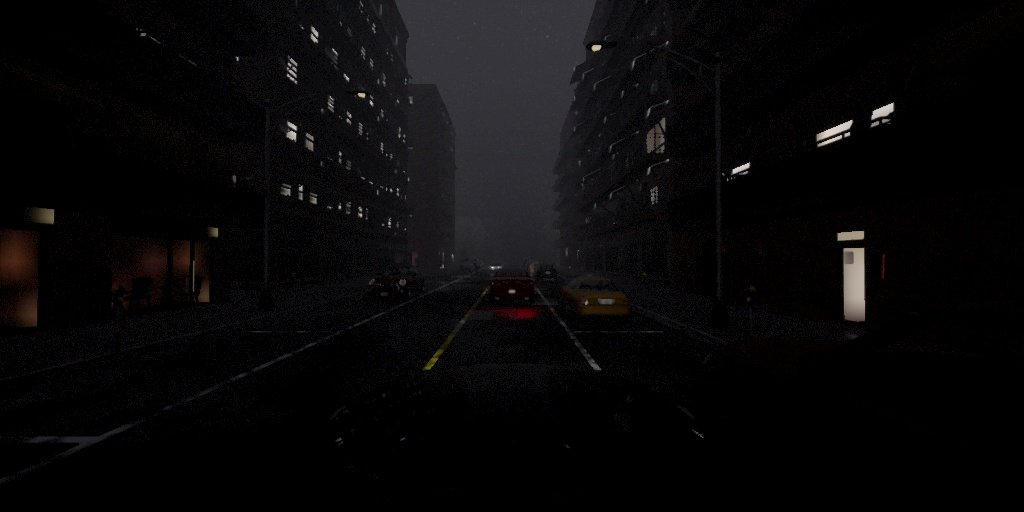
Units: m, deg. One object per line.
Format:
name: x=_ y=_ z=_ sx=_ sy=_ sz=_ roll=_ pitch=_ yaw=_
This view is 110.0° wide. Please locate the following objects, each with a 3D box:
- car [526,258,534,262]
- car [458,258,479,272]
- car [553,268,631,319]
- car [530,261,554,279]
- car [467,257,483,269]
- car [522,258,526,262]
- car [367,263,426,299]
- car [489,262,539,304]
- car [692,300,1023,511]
car: x=2.828 y=1.285 z=40.437 sx=1.751 sy=1.417 sz=4.829 roll=0 pitch=0 yaw=0
car: x=-5.819 y=1.313 z=45.869 sx=2.007 sy=1.370 sz=4.403 roll=0 pitch=0 yaw=0
car: x=2.700 y=1.275 z=12.597 sx=1.751 sy=1.417 sz=4.829 roll=0 pitch=0 yaw=0
car: x=2.763 y=1.322 z=29.773 sx=1.948 sy=1.339 sz=4.313 roll=0 pitch=0 yaw=0
car: x=-5.819 y=1.080 z=51.436 sx=2.192 sy=1.841 sz=5.009 roll=0 pitch=0 yaw=0
car: x=2.829 y=1.316 z=51.404 sx=2.007 sy=1.370 sz=4.403 roll=0 pitch=0 yaw=0
car: x=-5.708 y=1.191 z=18.028 sx=1.967 sy=1.591 sz=4.097 roll=0 pitch=0 yaw=0
car: x=0.000 y=1.237 z=16.501 sx=1.882 sy=1.535 sz=5.008 roll=0 pitch=0 yaw=0
car: x=2.693 y=1.061 z=1.291 sx=2.192 sy=1.841 sz=5.009 roll=0 pitch=0 yaw=0
